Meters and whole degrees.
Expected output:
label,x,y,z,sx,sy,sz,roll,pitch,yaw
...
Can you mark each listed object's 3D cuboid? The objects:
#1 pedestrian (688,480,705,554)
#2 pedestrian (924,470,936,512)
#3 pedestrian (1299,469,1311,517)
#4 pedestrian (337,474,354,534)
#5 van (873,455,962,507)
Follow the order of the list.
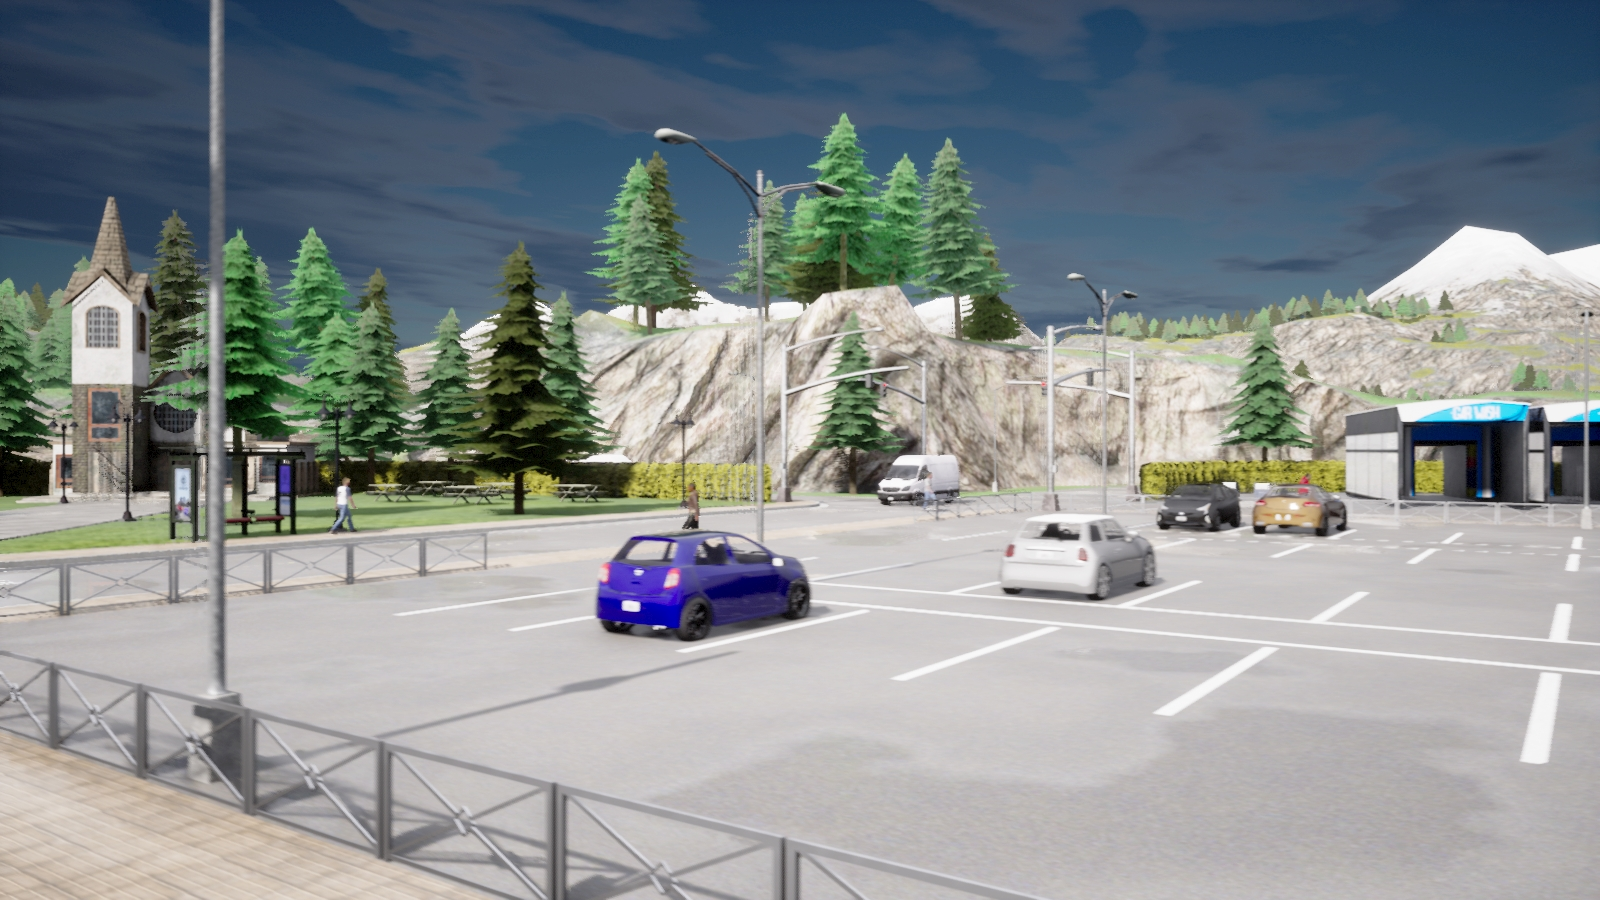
label,x,y,z,sx,sy,sz,roll,pitch,yaw
pedestrian,-2.642,1.690,29.080,0.375,1.860,0.375,0,0,4
pedestrian,5.860,1.844,51.449,0.375,1.860,0.375,0,0,34
pedestrian,19.897,1.692,45.041,0.375,1.860,0.375,0,0,35
pedestrian,-14.373,1.691,36.124,0.375,1.860,0.375,0,0,37
van,6.137,1.530,59.163,1.988,2.561,5.915,0,0,34
